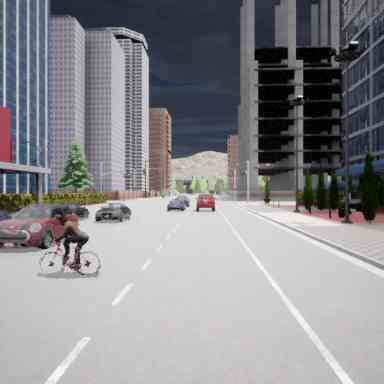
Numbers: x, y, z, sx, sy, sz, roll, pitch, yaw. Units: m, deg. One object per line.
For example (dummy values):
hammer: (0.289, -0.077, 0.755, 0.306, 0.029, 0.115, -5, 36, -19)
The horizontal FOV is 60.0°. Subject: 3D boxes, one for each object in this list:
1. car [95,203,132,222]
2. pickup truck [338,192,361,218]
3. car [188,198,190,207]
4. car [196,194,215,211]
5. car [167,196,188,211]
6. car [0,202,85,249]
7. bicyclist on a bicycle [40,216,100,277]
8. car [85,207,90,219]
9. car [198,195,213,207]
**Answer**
car: (-6.037, 1.564, 25.948, 1.994, 1.385, 4.181, 0, 0, 2)
pickup truck: (14.200, 1.059, 28.443, 2.390, 2.098, 6.274, 0, 0, 33)
car: (-1.463, 1.352, 50.282, 2.097, 1.767, 4.553, 0, 0, 2)
car: (1.631, 1.221, 39.911, 2.150, 2.045, 5.566, 0, 0, 2)
car: (-1.858, 1.564, 40.291, 1.994, 1.385, 4.181, 0, 0, 2)
car: (-6.597, 1.352, 14.404, 2.097, 1.767, 4.553, 0, 0, 2)
bicyclist on a bicycle: (-3.247, 1.453, 8.822, 1.656, 1.620, 0.582, -1, 0, 2)
car: (-9.534, 1.565, 26.088, 1.994, 1.385, 4.181, 0, 0, 2)
car: (2.046, 1.352, 50.475, 2.097, 1.767, 4.553, 0, 0, 2)
